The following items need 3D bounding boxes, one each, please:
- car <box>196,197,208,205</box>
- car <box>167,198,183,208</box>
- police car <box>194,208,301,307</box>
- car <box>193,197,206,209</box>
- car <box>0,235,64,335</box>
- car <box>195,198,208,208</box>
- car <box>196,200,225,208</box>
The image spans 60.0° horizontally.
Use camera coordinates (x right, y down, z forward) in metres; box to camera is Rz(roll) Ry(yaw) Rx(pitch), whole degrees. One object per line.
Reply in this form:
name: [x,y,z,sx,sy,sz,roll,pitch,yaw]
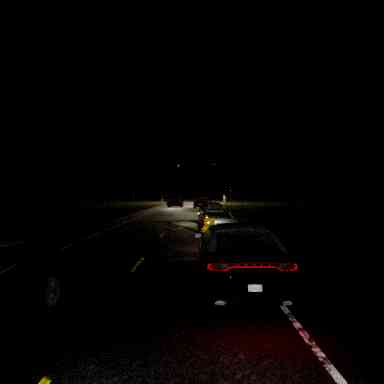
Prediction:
car: [1.856,1.557,57.877,1.895,1.301,4.718,0,0,4]
car: [-2.348,1.537,46.675,1.994,1.385,4.181,0,0,3]
police car: [1.097,1.425,8.220,1.930,1.638,5.238,0,0,1]
car: [1.215,1.450,45.781,1.882,1.535,5.008,0,0,3]
car: [-3.563,1.492,4.970,2.128,1.511,4.902,0,0,0]
car: [1.397,1.471,24.060,1.882,1.535,5.008,0,0,2]
car: [1.257,1.452,18.270,1.801,1.575,5.366,0,0,1]
